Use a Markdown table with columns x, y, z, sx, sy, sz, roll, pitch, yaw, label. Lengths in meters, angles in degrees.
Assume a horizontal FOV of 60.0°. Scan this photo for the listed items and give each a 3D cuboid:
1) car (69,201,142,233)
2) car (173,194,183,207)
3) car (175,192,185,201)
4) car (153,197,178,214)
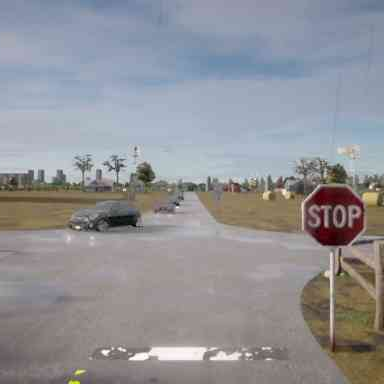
| x | y | z | sx | sy | sz | roll | pitch | yaw | label |
| --- | --- | --- | --- | --- | --- | --- | --- | --- | --- |
| -4.989 | 1.327 | 19.684 | 2.097 | 1.767 | 4.553 | 0 | -1 | 29 | car |
| -2.790 | 1.411 | 49.837 | 2.033 | 1.411 | 5.357 | 0 | 0 | 0 | car |
| -2.806 | 0.933 | 71.687 | 2.150 | 2.045 | 5.566 | 0 | 0 | 0 | car |
| -2.778 | 1.506 | 34.186 | 1.994 | 1.385 | 4.181 | 0 | 0 | 0 | car |
